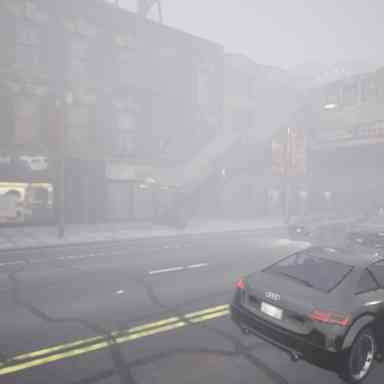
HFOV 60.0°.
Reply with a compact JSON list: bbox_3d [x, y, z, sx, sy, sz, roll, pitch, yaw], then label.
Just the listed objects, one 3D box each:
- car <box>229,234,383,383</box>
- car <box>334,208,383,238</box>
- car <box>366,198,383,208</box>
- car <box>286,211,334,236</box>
[{"bbox_3d":[2.651,1.641,5.575,4.181,1.385,1.994,4,1,-37],"label":"car"},{"bbox_3d":[8.555,1.629,14.393,5.008,1.535,1.882,1,0,-35],"label":"car"},{"bbox_3d":[16.855,1.527,28.233,5.566,2.045,2.435,1,0,-36],"label":"car"},{"bbox_3d":[6.866,1.720,17.486,4.181,1.385,1.994,1,0,-35],"label":"car"}]
